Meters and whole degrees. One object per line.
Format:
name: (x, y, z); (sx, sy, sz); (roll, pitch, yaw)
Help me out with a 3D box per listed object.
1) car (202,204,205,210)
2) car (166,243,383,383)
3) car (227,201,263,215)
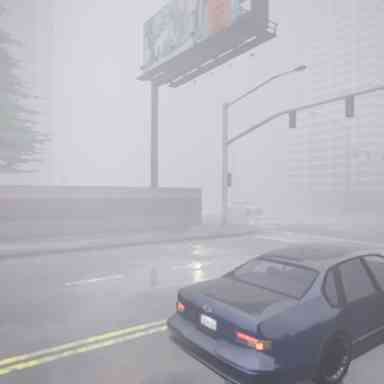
car: (-0.176, 1.705, 43.787); (1.994, 1.385, 4.181); (0, 0, -35)
car: (2.220, 1.575, 5.349); (5.357, 1.411, 2.033); (0, 0, -36)
car: (5.501, 1.667, 35.702); (1.812, 1.442, 4.674); (0, 0, -35)
